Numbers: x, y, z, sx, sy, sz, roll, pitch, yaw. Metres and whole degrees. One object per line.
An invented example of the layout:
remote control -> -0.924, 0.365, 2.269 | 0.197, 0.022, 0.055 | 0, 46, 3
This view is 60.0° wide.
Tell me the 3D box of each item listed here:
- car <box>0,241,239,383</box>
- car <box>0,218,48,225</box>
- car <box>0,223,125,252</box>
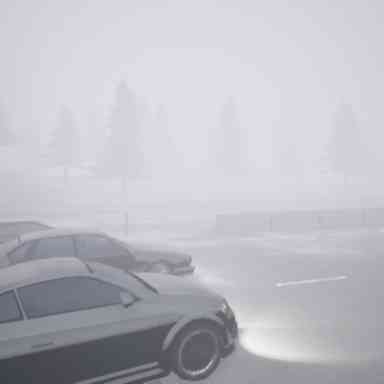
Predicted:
car -> -1.477, 1.567, 4.210 | 4.181, 1.385, 1.994 | 0, 0, -28
car -> -4.985, 1.532, 10.257 | 4.674, 1.442, 1.812 | 0, 0, -28
car -> -2.620, 1.550, 7.580 | 5.357, 1.411, 2.033 | 0, 0, -27
